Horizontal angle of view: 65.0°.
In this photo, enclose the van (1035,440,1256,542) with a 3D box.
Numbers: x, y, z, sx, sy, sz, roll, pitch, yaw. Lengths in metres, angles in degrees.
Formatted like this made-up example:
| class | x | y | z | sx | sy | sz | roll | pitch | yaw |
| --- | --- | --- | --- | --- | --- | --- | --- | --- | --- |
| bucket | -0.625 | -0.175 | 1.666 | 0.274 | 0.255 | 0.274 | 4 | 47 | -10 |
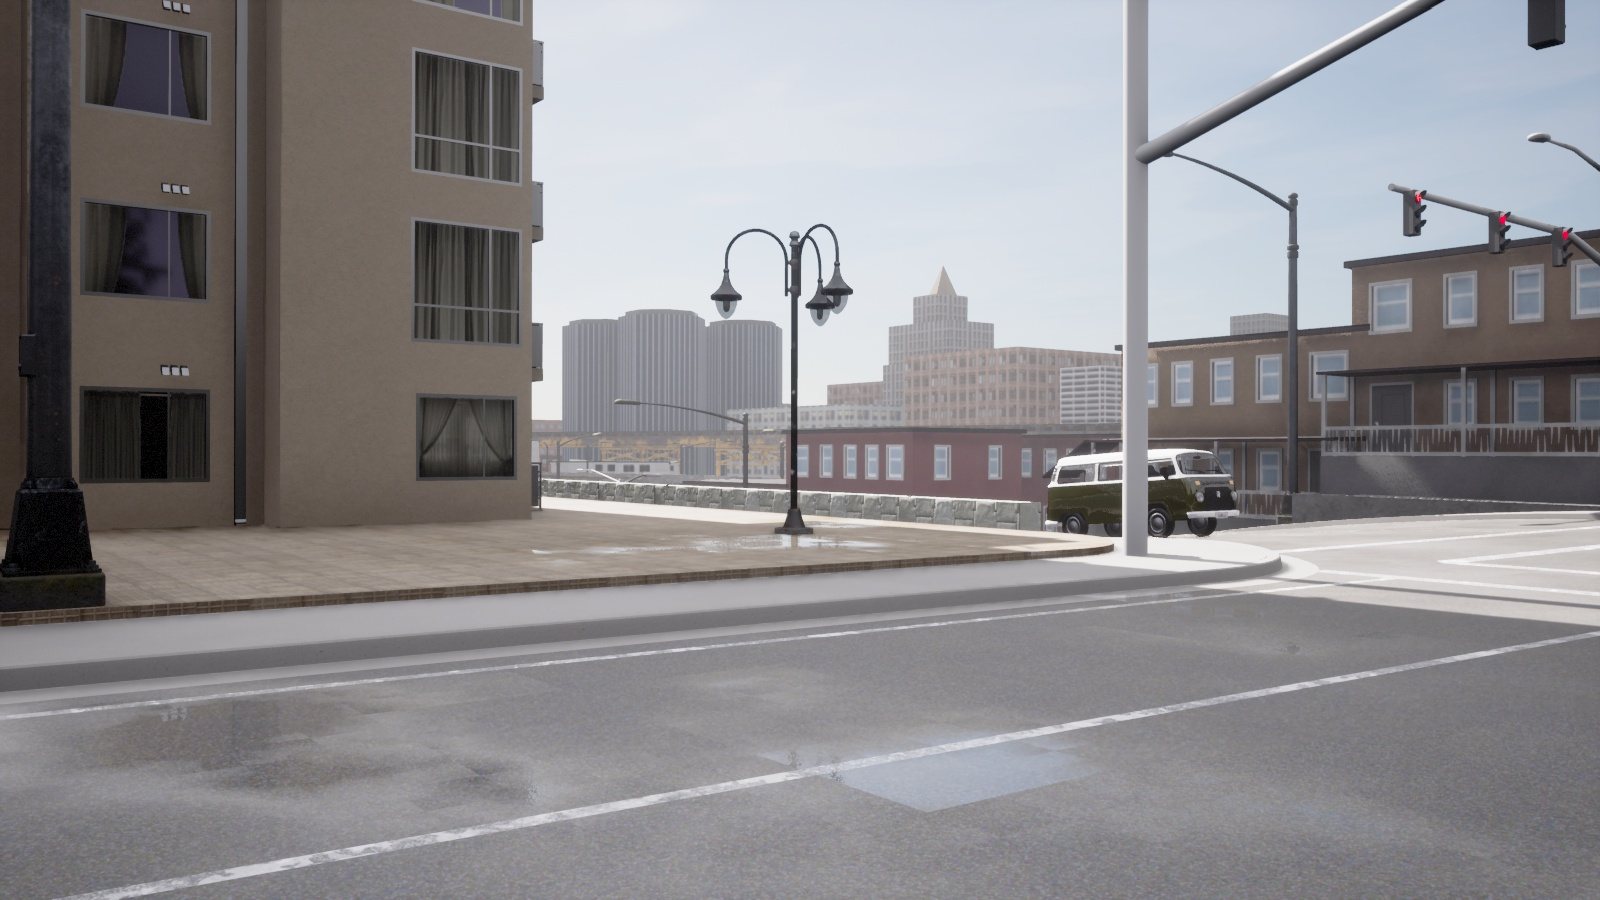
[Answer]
| class | x | y | z | sx | sy | sz | roll | pitch | yaw |
| --- | --- | --- | --- | --- | --- | --- | --- | --- | --- |
| van | 7.825 | 0.996 | 28.884 | 2.069 | 2.038 | 4.480 | 0 | -5 | -36 |
